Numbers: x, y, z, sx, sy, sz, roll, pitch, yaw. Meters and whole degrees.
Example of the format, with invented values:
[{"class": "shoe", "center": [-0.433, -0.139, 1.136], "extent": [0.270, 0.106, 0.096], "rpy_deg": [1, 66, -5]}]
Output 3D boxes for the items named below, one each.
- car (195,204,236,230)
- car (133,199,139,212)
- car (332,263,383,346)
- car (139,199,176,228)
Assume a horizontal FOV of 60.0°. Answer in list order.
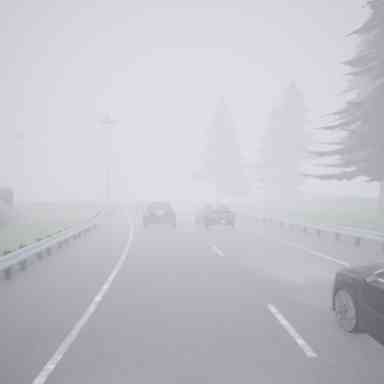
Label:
[{"class": "car", "center": [1.407, 1.517, 21.627], "extent": [2.128, 1.511, 4.902], "rpy_deg": [0, 0, -10]}, {"class": "car", "center": [-5.978, 1.570, 40.196], "extent": [2.128, 1.511, 4.902], "rpy_deg": [0, 0, -13]}, {"class": "car", "center": [3.385, 1.484, 3.856], "extent": [2.128, 1.511, 4.902], "rpy_deg": [0, 0, -2]}, {"class": "car", "center": [-2.373, 1.393, 22.835], "extent": [2.097, 1.767, 4.553], "rpy_deg": [0, 0, -10]}]
